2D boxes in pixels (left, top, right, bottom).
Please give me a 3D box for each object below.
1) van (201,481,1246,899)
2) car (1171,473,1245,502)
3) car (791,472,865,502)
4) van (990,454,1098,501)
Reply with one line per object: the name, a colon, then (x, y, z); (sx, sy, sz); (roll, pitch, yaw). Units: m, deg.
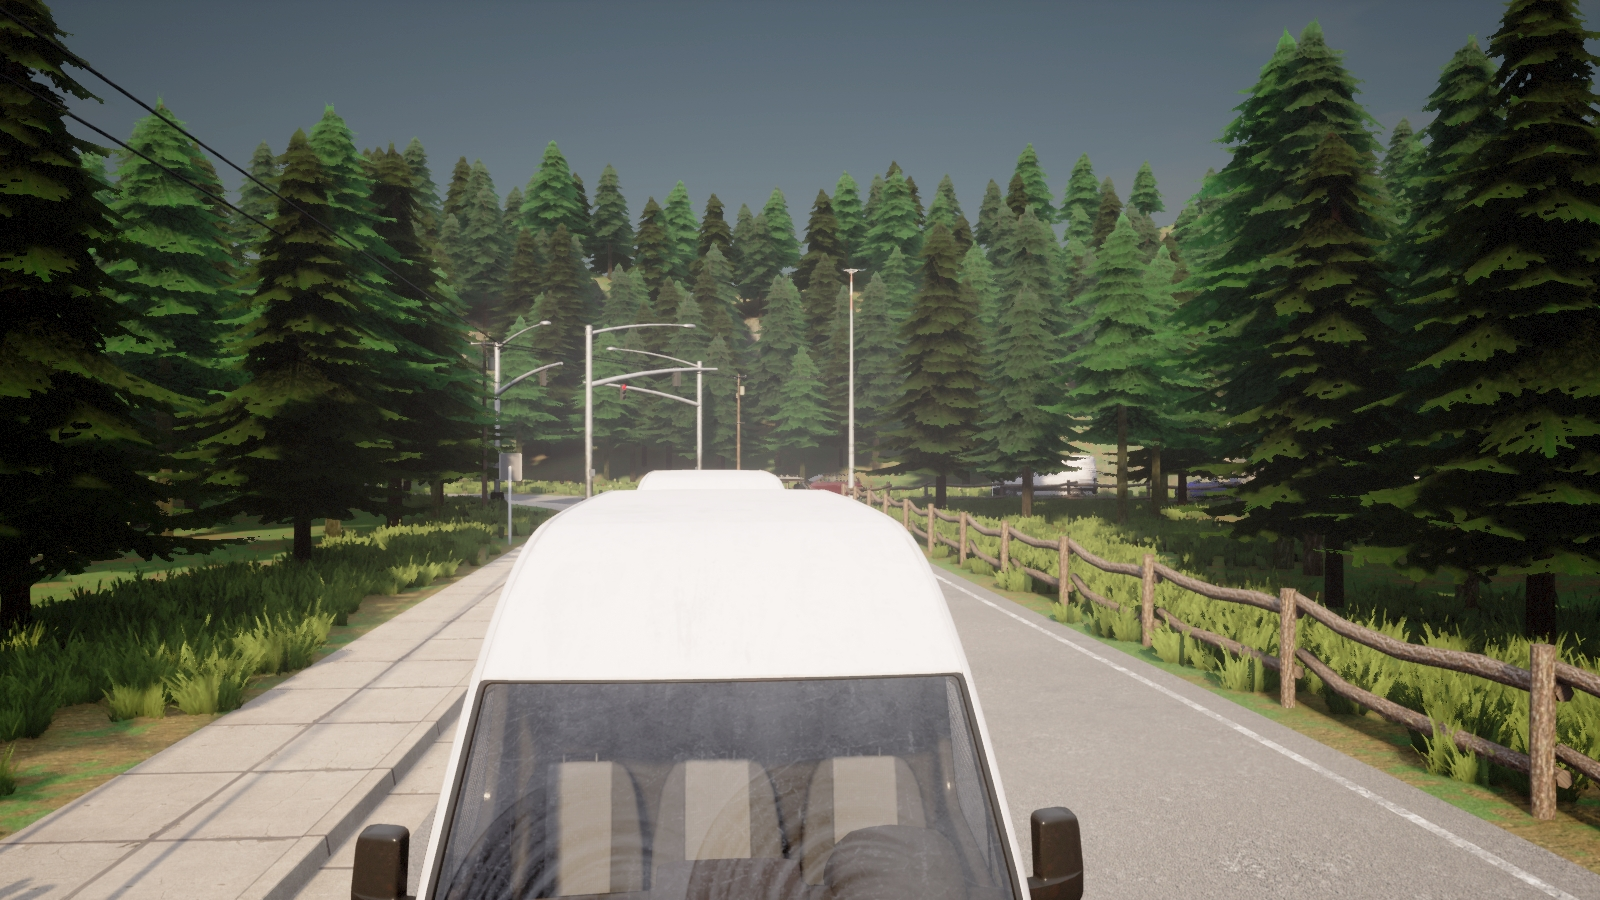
van: (-0.345, 1.499, 5.128); (1.988, 2.561, 5.915); (0, 0, -5)
car: (22.445, 2.038, 62.846); (3.633, 1.501, 1.845); (0, 0, 27)
car: (1.531, 2.026, 63.246); (3.705, 1.549, 1.789); (0, 0, -19)
van: (13.846, 1.534, 65.071); (5.915, 2.561, 1.988); (0, 0, 9)
